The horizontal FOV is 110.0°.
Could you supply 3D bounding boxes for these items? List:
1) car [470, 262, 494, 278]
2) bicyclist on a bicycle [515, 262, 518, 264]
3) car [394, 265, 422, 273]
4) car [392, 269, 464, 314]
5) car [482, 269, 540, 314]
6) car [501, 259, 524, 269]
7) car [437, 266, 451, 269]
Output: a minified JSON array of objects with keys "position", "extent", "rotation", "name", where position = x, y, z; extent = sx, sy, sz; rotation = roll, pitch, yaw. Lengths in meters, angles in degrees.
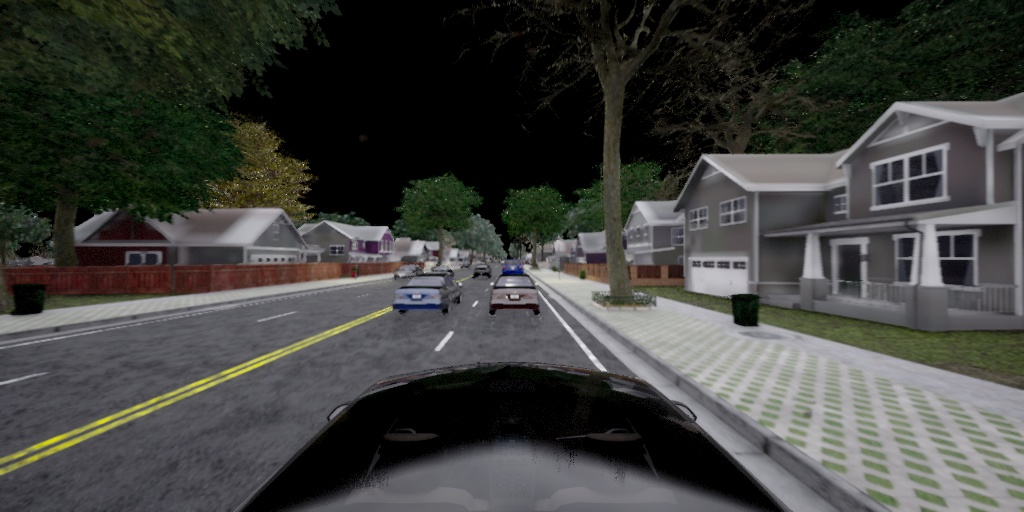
[{"position":[-3.174,1.665,39.508],"extent":[1.837,1.490,4.892],"rotation":[0,-1,0],"name":"car"},{"position":[0.858,1.799,54.076],"extent":[0.582,1.620,1.656],"rotation":[0,-1,0],"name":"bicyclist on a bicycle"},{"position":[-9.868,1.589,34.482],"extent":[2.128,1.511,4.902],"rotation":[0,-1,0],"name":"car"},{"position":[-3.162,1.418,14.396],"extent":[2.033,1.411,5.357],"rotation":[0,-1,0],"name":"car"},{"position":[0.088,1.418,14.388],"extent":[2.033,1.411,5.357],"rotation":[0,-1,0],"name":"car"},{"position":[0.079,1.348,37.077],"extent":[2.150,2.045,5.566],"rotation":[0,-1,0],"name":"car"},{"position":[-6.617,1.656,34.030],"extent":[1.994,1.385,4.181],"rotation":[0,-1,0],"name":"car"}]
